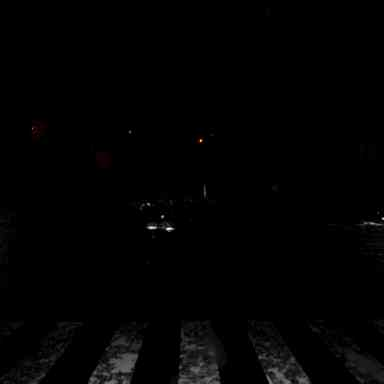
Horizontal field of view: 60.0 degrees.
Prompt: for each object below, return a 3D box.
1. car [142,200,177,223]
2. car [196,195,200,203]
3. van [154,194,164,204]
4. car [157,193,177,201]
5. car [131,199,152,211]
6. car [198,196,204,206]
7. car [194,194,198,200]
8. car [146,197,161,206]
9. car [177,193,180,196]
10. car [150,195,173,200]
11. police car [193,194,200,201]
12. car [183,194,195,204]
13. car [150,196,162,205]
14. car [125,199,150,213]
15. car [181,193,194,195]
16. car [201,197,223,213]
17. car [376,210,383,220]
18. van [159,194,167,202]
[{"bbox_3d":[-2.464,1.567,25.352,1.994,1.385,4.181,0,0,-11],"label":"car"},{"bbox_3d":[2.142,1.562,52.713,2.008,1.369,4.403,0,0,-1],"label":"car"},{"bbox_3d":[-6.585,1.361,66.649,1.690,1.788,3.998,0,0,-1],"label":"van"},{"bbox_3d":[-3.664,1.363,49.192,2.097,1.767,4.553,0,0,-1],"label":"car"},{"bbox_3d":[-6.220,1.558,41.254,2.008,1.369,4.403,0,0,-1],"label":"car"},{"bbox_3d":[2.220,1.554,47.269,1.887,1.381,4.507,0,0,-1],"label":"car"},{"bbox_3d":[2.000,1.568,62.584,2.008,1.369,4.403,0,0,-1],"label":"car"},{"bbox_3d":[-6.429,1.579,55.824,1.947,1.339,4.313,0,0,-1],"label":"car"},{"bbox_3d":[-3.814,1.509,61.771,2.128,1.511,4.902,0,0,0],"label":"car"},{"bbox_3d":[-3.506,1.483,38.070,1.882,1.535,5.008,0,0,-1],"label":"car"},{"bbox_3d":[1.203,1.464,90.558,1.930,1.638,5.238,0,0,-1],"label":"police car"},{"bbox_3d":[-0.706,1.620,65.643,1.895,1.301,4.718,0,0,-1],"label":"car"},{"bbox_3d":[-6.505,1.541,61.067,1.752,1.417,4.829,0,0,-1],"label":"car"},{"bbox_3d":[-6.148,1.556,36.262,2.008,1.369,4.403,0,0,-1],"label":"car"},{"bbox_3d":[-0.943,1.550,75.571,2.128,1.511,4.902,0,0,-1],"label":"car"},{"bbox_3d":[2.376,1.556,36.381,2.008,1.369,4.403,0,0,-1],"label":"car"},{"bbox_3d":[14.710,1.249,21.033,5.357,1.411,2.033,-1,0,-1],"label":"car"},{"bbox_3d":[-6.741,1.369,77.475,1.690,1.788,3.998,0,0,-1],"label":"van"}]
